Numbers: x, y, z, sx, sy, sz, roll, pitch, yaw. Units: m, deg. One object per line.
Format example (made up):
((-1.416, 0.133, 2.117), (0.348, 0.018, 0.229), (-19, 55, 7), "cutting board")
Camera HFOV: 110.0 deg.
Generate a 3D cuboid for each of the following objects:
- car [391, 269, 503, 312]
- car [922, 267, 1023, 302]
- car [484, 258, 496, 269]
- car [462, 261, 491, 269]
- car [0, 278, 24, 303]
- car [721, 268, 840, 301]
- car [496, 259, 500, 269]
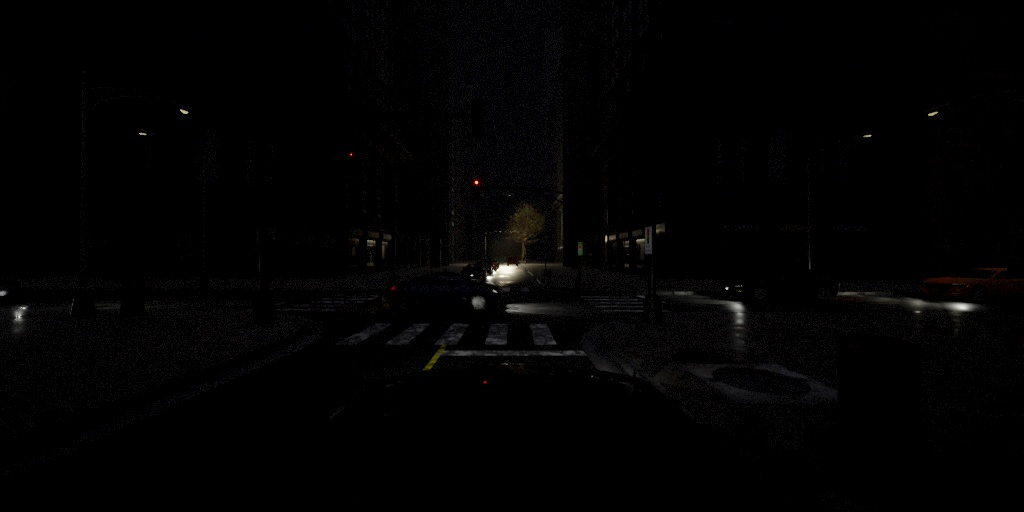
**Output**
((-2.436, 1.315, 13.778), (4.181, 1.385, 1.994), (0, 0, 0), "car")
((22.545, 1.299, 16.960), (5.008, 1.535, 1.882), (0, 0, 0), "car")
((-3.089, 1.231, 38.634), (1.882, 1.535, 5.008), (0, 0, 0), "car")
((-3.092, 1.314, 29.564), (1.994, 1.385, 4.181), (0, 0, 0), "car")
((-22.027, 1.172, 13.795), (4.902, 1.511, 2.128), (0, 0, 0), "car")
((12.590, 1.297, 16.969), (4.892, 1.490, 1.837), (0, 0, 0), "car")
((-3.075, 1.115, 48.280), (2.097, 1.767, 4.553), (0, 0, 0), "car")
